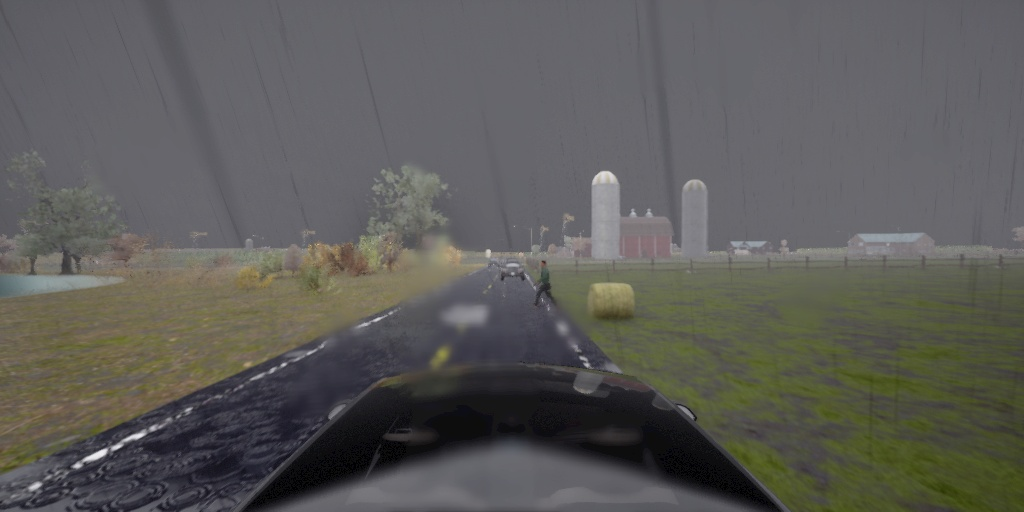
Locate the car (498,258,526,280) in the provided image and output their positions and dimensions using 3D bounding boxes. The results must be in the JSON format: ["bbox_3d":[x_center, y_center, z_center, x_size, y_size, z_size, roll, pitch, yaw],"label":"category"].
[{"bbox_3d":[0.068,1.141,29.272,1.812,1.442,4.674,0,0,0],"label":"car"}]

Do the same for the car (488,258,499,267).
[{"bbox_3d":[-2.809,1.045,57.533,2.033,1.411,5.357,0,0,1],"label":"car"}]

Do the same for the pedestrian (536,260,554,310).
[{"bbox_3d":[1.153,0.990,12.431,0.375,1.860,0.375,-1,1,-3],"label":"pedestrian"}]

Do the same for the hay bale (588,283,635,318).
[{"bbox_3d":[3.123,1.356,11.437,1.220,1.180,1.240,0,0,0],"label":"hay bale"}]
